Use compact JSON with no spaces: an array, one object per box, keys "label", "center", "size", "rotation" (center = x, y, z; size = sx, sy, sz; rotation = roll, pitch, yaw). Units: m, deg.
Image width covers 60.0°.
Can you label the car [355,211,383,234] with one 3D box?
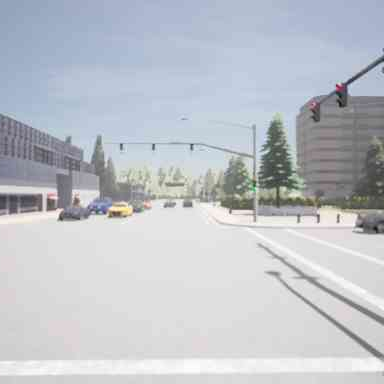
[{"label":"car","center":[12.589,1.740,20.371],"size":[4.902,1.511,2.128],"rotation":[0,-1,-1]}]

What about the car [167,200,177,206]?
[{"label":"car","center":[-4.433,2.413,73.462],"size":[1.895,1.301,4.718],"rotation":[0,-1,-1]}]

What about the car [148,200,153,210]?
[{"label":"car","center":[-7.833,2.035,55.424],"size":[2.097,1.767,4.553],"rotation":[0,-1,0]}]

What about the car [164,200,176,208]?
[{"label":"car","center":[-4.327,2.320,62.826],"size":[2.033,1.411,5.357],"rotation":[0,-1,-1]}]

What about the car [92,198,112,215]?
[{"label":"car","center":[-11.211,1.729,41.049],"size":[2.150,2.045,5.566],"rotation":[0,-1,-1]}]

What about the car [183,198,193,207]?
[{"label":"car","center":[-0.928,2.255,73.205],"size":[2.097,1.767,4.553],"rotation":[0,-1,-1]}]

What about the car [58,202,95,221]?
[{"label":"car","center":[-11.114,1.957,31.693],"size":[1.994,1.385,4.181],"rotation":[0,-1,-1]}]

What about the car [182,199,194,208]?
[{"label":"car","center":[-0.729,2.281,63.137],"size":[1.837,1.490,4.892],"rotation":[0,-1,-1]}]

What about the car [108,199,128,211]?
[{"label":"car","center":[-11.298,1.981,50.948],"size":[2.097,1.767,4.553],"rotation":[0,-1,0]}]

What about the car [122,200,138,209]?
[{"label":"car","center":[-11.355,2.246,61.204],"size":[2.128,1.511,4.902],"rotation":[0,-1,0]}]

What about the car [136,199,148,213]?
[{"label":"car","center":[-7.750,1.911,45.310],"size":[2.097,1.767,4.553],"rotation":[0,-1,0]}]

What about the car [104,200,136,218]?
[{"label":"car","center":[-7.661,1.923,36.072],"size":[1.882,1.535,5.008],"rotation":[0,-1,-1]}]
